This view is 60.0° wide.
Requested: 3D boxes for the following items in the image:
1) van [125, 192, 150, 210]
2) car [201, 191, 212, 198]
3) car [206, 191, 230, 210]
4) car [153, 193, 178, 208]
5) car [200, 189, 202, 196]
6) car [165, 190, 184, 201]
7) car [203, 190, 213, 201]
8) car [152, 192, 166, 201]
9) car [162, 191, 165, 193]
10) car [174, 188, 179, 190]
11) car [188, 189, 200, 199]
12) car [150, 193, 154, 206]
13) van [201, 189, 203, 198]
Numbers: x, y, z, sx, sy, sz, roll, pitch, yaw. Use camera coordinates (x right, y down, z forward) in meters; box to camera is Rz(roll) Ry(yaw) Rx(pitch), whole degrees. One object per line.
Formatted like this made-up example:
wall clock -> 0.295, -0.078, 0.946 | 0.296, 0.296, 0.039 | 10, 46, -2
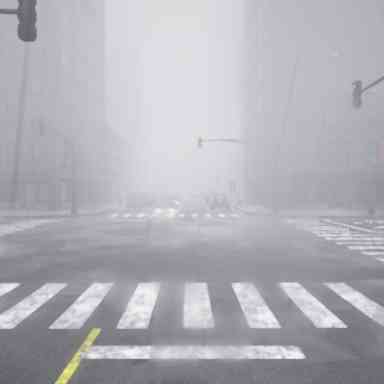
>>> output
van -> -5.726, 0.848, 34.342 | 1.690, 1.788, 3.998 | 0, 1, 0
car -> 2.940, 0.570, 68.324 | 2.008, 1.369, 4.403 | 0, 1, 0
car -> 2.800, 0.948, 34.310 | 1.967, 1.590, 4.097 | 0, 1, 0
car -> -2.950, 1.059, 37.817 | 1.895, 1.301, 4.718 | 0, 1, 0
car -> 2.917, 0.624, 62.824 | 1.752, 1.417, 4.829 | 0, 1, 0
car -> -2.860, 0.795, 53.691 | 1.994, 1.385, 4.181 | 0, 1, 1
car -> 2.847, 0.786, 45.647 | 1.967, 1.590, 4.097 | 0, 1, 0
car -> -5.632, 0.749, 57.016 | 1.947, 1.339, 4.313 | 0, 1, 0
car -> -5.656, 0.846, 51.348 | 1.802, 1.307, 4.206 | 0, 1, 0
car -> -5.492, -0.001, 91.018 | 2.192, 1.841, 5.009 | 0, 1, 0
car -> 0.259, 0.597, 64.712 | 1.812, 1.442, 4.674 | 0, 1, 0
car -> -5.702, 0.867, 40.011 | 1.967, 1.590, 4.097 | 0, 1, 0
van -> 2.893, 0.525, 56.983 | 1.690, 1.788, 3.998 | 0, 1, 0
